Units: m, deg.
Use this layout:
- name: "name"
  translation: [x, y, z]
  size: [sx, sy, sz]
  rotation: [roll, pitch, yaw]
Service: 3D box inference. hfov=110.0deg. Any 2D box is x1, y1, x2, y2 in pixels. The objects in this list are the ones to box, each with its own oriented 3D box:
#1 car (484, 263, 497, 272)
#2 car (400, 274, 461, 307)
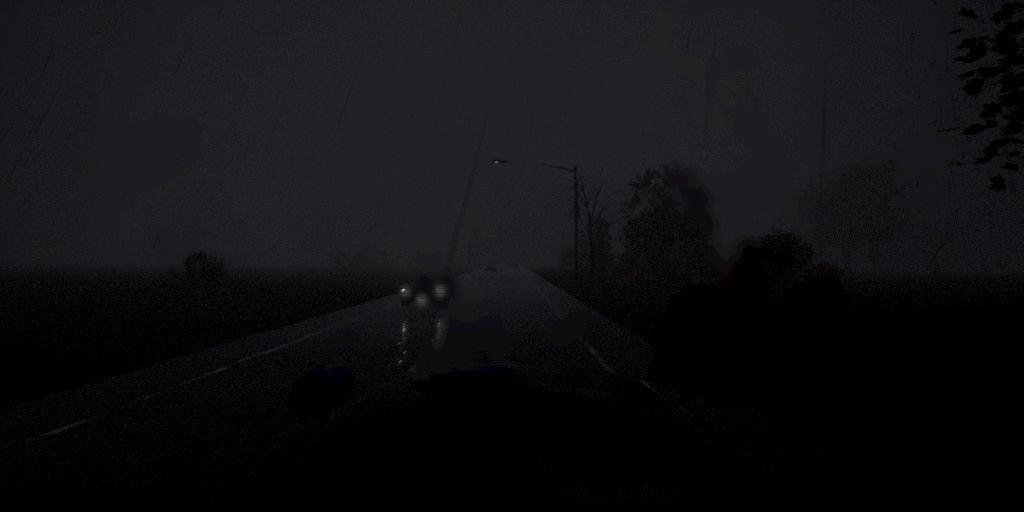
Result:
- name: "car"
  translation: [-3.520, 1.807, 58.671]
  size: [1.882, 1.535, 5.008]
  rotation: [0, 0, 1]
- name: "car"
  translation: [-3.594, 1.509, 16.521]
  size: [1.895, 1.301, 4.718]
  rotation: [0, -1, 0]
